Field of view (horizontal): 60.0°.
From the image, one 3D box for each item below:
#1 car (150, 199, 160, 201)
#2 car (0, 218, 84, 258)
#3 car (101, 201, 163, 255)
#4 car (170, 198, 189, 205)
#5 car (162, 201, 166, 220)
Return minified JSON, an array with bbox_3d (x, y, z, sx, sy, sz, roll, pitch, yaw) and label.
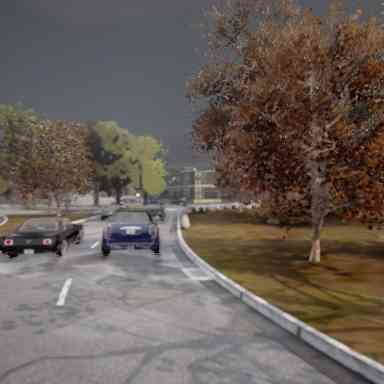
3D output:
[{"bbox_3d":[-8.550,2.318,74.934,4.181,1.385,1.994,-1,-1,27],"label":"car"},{"bbox_3d":[-5.612,1.670,13.130,1.895,1.301,4.718,0,0,-7],"label":"car"},{"bbox_3d":[-2.409,1.423,13.851,2.097,1.767,4.553,0,0,-7],"label":"car"},{"bbox_3d":[-2.834,2.219,74.992,4.892,1.490,1.837,-1,-1,38],"label":"car"},{"bbox_3d":[-3.241,1.692,28.444,1.895,1.301,4.718,0,0,-1],"label":"car"}]
